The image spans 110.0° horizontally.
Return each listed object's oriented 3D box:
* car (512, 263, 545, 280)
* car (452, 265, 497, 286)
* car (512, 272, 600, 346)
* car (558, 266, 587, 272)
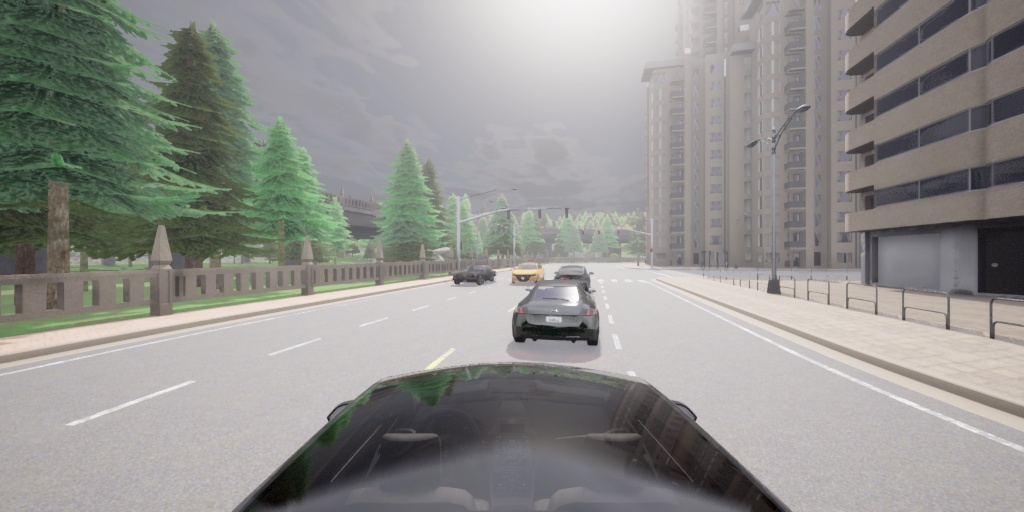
[{"bbox_3d":[1.300,1.248,26.903,1.882,1.535,5.008,0,0,13],"label":"car"},{"bbox_3d":[-2.600,1.351,25.628,1.895,1.301,4.718,0,0,13],"label":"car"},{"bbox_3d":[1.262,1.314,9.559,1.994,1.385,4.181,0,0,11],"label":"car"},{"bbox_3d":[3.298,1.255,19.332,1.837,1.490,4.892,0,0,12],"label":"car"}]
